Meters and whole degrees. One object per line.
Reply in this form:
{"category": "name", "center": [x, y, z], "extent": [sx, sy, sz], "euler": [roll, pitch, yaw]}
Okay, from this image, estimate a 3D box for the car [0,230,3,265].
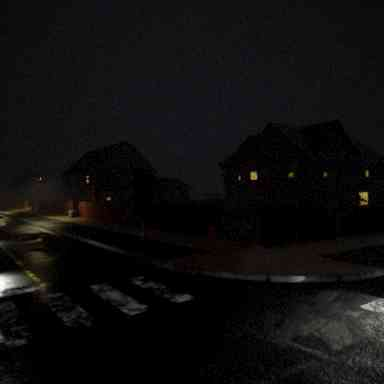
{"category": "car", "center": [-7.929, 1.724, 11.603], "extent": [1.837, 1.490, 4.892], "euler": [-2, 0, -36]}
